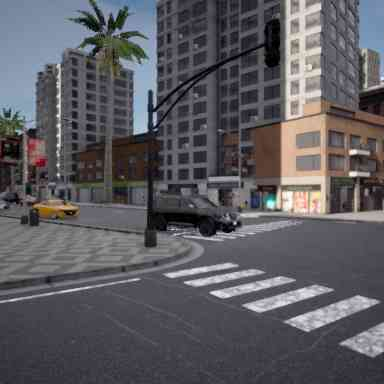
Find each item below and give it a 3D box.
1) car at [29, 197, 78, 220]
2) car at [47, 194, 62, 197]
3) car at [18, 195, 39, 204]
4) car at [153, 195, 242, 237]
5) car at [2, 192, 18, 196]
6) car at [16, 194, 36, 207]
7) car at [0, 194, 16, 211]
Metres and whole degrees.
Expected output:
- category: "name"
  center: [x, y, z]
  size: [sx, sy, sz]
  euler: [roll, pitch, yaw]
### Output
- category: "car"
  center: [-11.514, 1.417, 28.142]
  size: [5.008, 1.535, 1.882]
  euler: [0, 0, 41]
- category: "car"
  center: [-21.153, 1.182, 50.434]
  size: [4.553, 1.767, 2.097]
  euler: [0, 0, 45]
- category: "car"
  center: [-28.193, 1.269, 57.321]
  size: [1.837, 1.490, 4.892]
  euler: [0, 0, -44]
- category: "car"
  center: [-0.001, 1.221, 18.496]
  size: [5.566, 2.045, 2.150]
  euler: [0, 0, 39]
- category: "car"
  center: [-30.235, 0.990, 54.759]
  size: [2.150, 2.045, 5.566]
  euler: [0, 0, -44]
- category: "car"
  center: [-23.145, 1.360, 47.837]
  size: [4.674, 1.442, 1.812]
  euler: [0, 0, 45]
- category: "car"
  center: [-22.324, 1.370, 37.897]
  size: [4.902, 1.511, 2.128]
  euler: [0, 0, 43]
